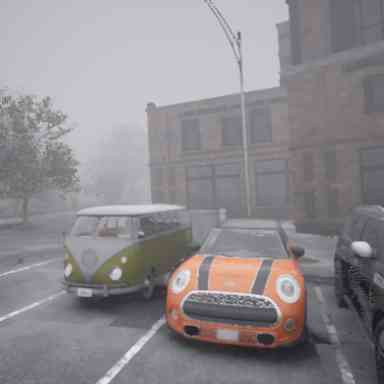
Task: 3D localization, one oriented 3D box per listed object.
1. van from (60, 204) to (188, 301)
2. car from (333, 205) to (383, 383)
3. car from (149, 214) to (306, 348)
[{"bbox_3d":[-1.388,1.308,8.288,1.878,1.987,4.442,-1,-1,16],"label":"van"},{"bbox_3d":[3.518,1.246,4.896,2.435,2.045,5.566,0,-1,16],"label":"car"},{"bbox_3d":[1.089,1.386,6.692,2.185,1.767,4.553,0,-1,16],"label":"car"}]
